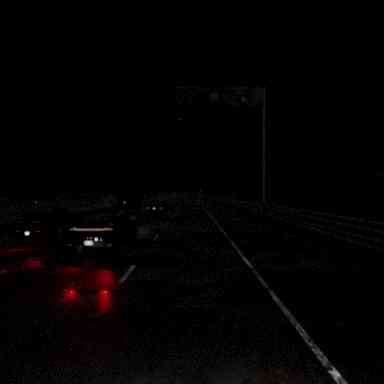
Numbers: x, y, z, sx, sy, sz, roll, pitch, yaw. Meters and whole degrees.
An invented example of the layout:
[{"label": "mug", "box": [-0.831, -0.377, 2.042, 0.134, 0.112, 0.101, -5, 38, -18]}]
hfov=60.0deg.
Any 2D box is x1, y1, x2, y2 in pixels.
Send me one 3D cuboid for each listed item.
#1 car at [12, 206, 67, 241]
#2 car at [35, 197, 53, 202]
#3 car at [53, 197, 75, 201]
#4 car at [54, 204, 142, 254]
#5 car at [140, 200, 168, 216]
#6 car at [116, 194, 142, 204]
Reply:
[{"label": "car", "box": [-6.900, 1.476, 16.357, 1.837, 1.490, 4.892, 0, 0, 0]}, {"label": "car", "box": [-24.539, 1.579, 55.829, 1.837, 1.490, 4.892, 0, 0, 1]}, {"label": "car", "box": [-21.040, 1.580, 55.959, 1.837, 1.490, 4.892, 0, 0, 1]}, {"label": "car", "box": [-3.401, 1.462, 13.375, 2.128, 1.511, 4.902, 0, 0, 0]}, {"label": "car", "box": [-3.397, 1.527, 32.290, 2.033, 1.411, 5.357, 0, 0, 0]}, {"label": "car", "box": [-6.897, 1.204, 36.796, 2.150, 2.045, 5.566, 0, 0, 0]}]
